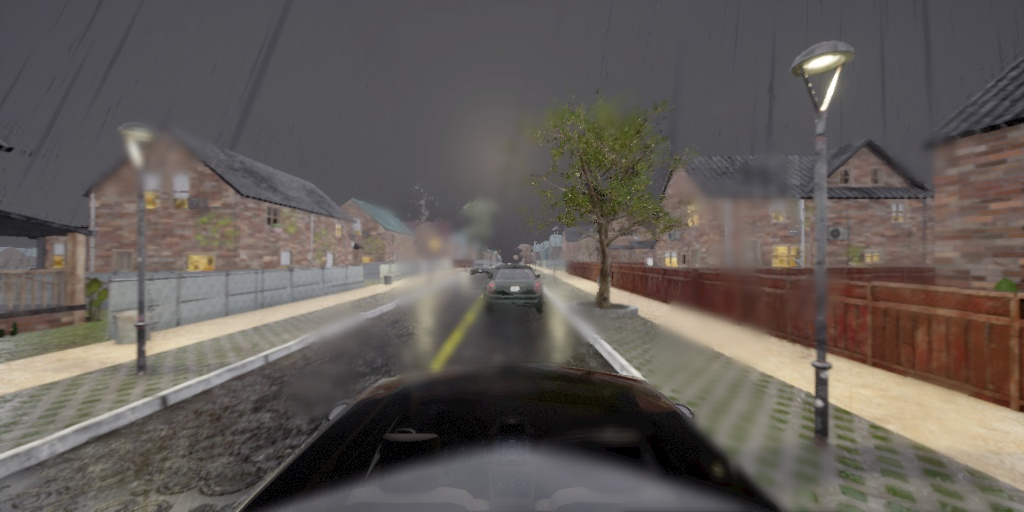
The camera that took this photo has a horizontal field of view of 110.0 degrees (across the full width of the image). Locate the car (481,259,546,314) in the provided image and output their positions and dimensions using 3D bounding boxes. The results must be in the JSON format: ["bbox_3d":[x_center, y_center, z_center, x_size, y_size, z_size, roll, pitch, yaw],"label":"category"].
[{"bbox_3d":[0.101,1.122,14.032,2.097,1.767,4.553,0,0,0],"label":"car"}]

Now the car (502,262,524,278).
[{"bbox_3d":[0.097,1.392,36.130,2.033,1.411,5.357,0,0,0],"label":"car"}]

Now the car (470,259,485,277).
[{"bbox_3d":[-2.752,1.049,33.547,1.837,1.490,4.892,0,0,0],"label":"car"}]
